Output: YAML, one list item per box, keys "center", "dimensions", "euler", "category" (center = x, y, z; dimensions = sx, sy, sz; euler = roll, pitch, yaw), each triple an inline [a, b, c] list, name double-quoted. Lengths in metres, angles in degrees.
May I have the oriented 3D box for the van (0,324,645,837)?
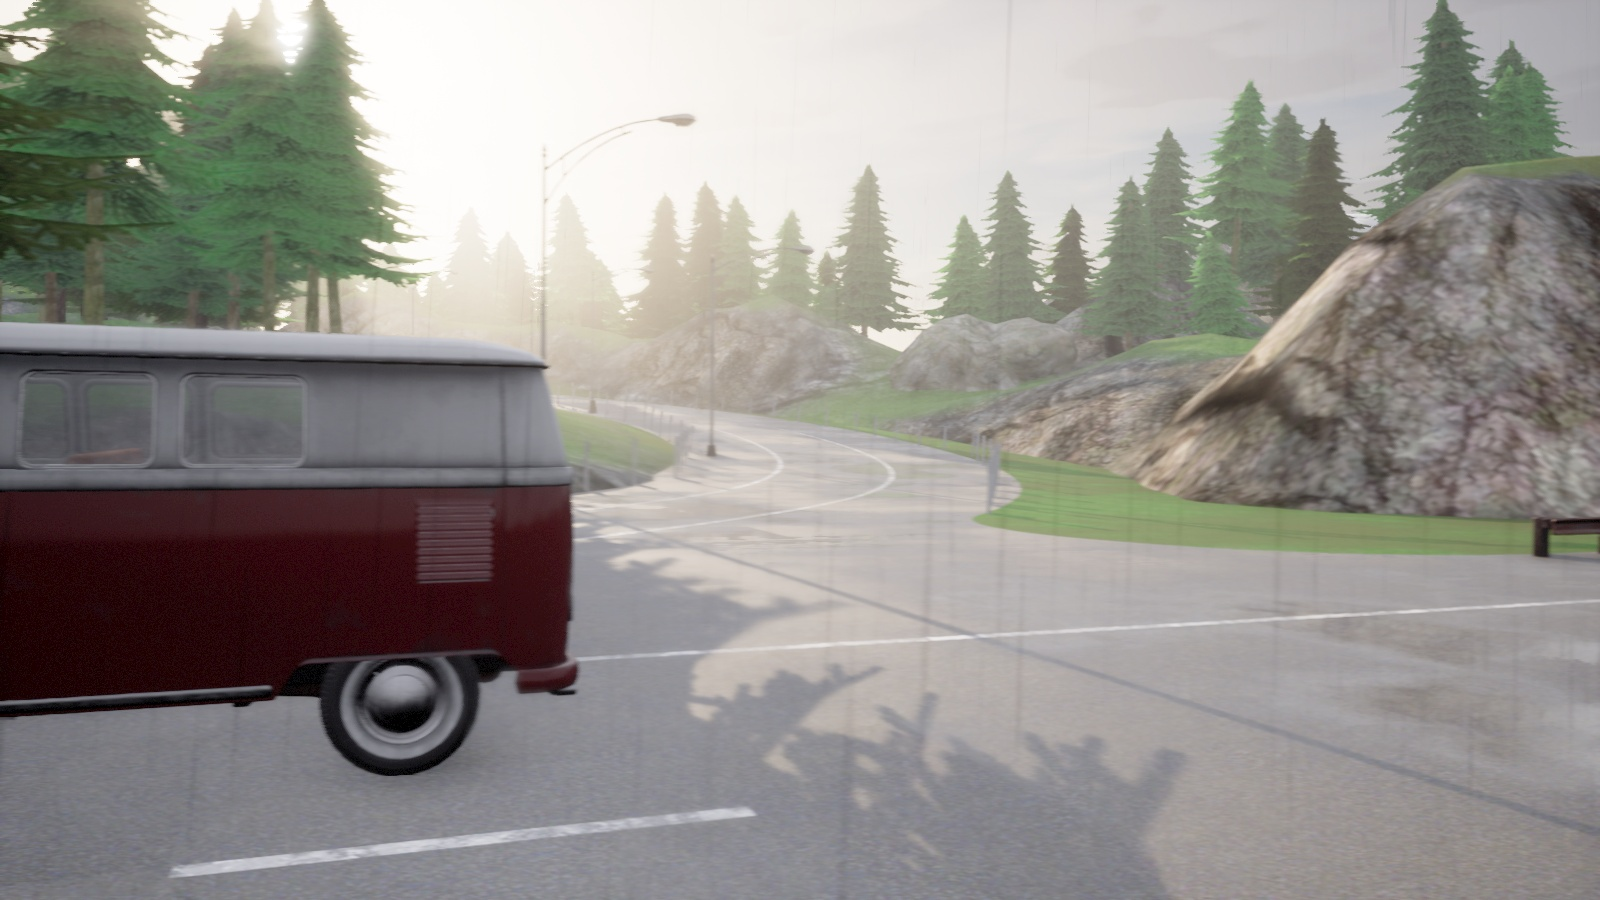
- center: [-3.116, 0.491, 5.797]
  dimensions: [4.442, 1.987, 1.775]
  euler: [-1, 1, -21]
  category: "van"
